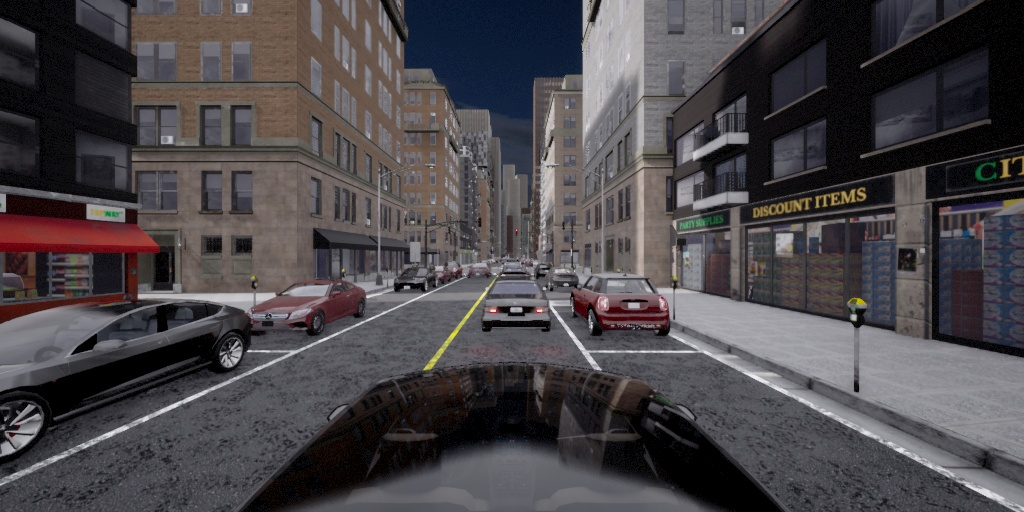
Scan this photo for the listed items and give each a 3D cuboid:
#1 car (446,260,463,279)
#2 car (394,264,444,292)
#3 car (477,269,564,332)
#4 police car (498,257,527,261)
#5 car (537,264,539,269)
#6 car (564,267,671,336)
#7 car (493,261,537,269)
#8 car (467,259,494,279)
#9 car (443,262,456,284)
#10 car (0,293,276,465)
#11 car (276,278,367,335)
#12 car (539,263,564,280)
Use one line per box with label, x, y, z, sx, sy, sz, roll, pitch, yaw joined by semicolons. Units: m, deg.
car;-5.590;1.192;32.399;1.967;1.591;4.097;0;0;0
car;-5.620;1.316;21.396;1.948;1.339;4.313;0;0;0
car;0.118;1.297;10.844;2.033;1.411;5.357;0;0;0
police car;0.074;1.178;31.386;1.930;1.638;5.238;0;0;0
car;2.935;1.319;32.376;1.948;1.339;4.313;0;0;0
car;2.877;1.189;10.371;1.967;1.591;4.097;0;0;0
car;0.148;1.242;21.367;2.128;1.511;4.902;0;0;0
car;-2.921;1.289;33.128;1.812;1.442;4.674;0;0;0
car;-5.605;1.333;26.897;1.802;1.307;4.207;0;0;0
car;-5.664;1.315;4.892;1.948;1.339;4.313;0;0;0
car;-5.649;1.331;10.394;1.802;1.307;4.207;0;0;0
car;2.906;1.301;21.373;2.007;1.370;4.403;0;0;0
